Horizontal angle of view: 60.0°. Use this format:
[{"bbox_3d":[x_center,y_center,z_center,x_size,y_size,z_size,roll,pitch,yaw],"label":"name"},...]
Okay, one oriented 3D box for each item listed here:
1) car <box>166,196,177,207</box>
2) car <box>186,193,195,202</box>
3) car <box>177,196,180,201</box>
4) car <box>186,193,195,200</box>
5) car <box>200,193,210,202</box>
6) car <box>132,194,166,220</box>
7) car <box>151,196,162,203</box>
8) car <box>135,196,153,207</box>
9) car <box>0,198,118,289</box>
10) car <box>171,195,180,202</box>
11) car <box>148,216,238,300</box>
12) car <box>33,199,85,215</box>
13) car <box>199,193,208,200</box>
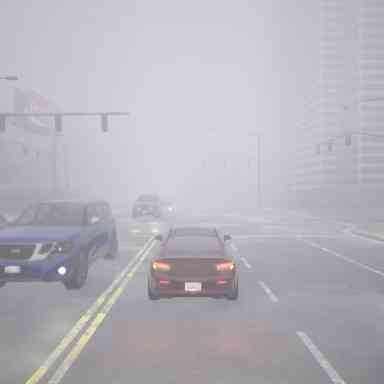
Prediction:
[{"bbox_3d":[-3.823,1.564,51.084,1.994,1.385,4.181,0,0,0],"label":"car"},{"bbox_3d":[-0.353,1.584,78.413,1.895,1.301,4.718,0,0,0],"label":"car"},{"bbox_3d":[-3.834,1.525,64.367,1.812,1.442,4.674,0,0,0],"label":"car"},{"bbox_3d":[-0.398,1.184,88.318,2.097,1.767,4.553,0,0,0],"label":"car"},{"bbox_3d":[3.149,1.515,78.046,2.128,1.511,4.902,0,0,0],"label":"car"},{"bbox_3d":[-3.724,1.221,28.694,2.150,2.045,5.566,0,0,0],"label":"car"},{"bbox_3d":[-7.310,1.601,69.107,1.895,1.301,4.718,0,0,0],"label":"car"},{"bbox_3d":[-7.325,1.489,51.631,2.128,1.511,4.902,0,0,0],"label":"car"},{"bbox_3d":[-3.637,1.224,9.492,2.150,2.045,5.566,0,0,0],"label":"car"},{"bbox_3d":[-3.857,1.546,79.273,1.994,1.385,4.181,0,0,0],"label":"car"},{"bbox_3d":[0.028,1.526,8.237,1.812,1.442,4.674,0,0,0],"label":"car"},{"bbox_3d":[-13.846,1.491,34.993,4.902,1.511,2.128,0,1,-18],"label":"car"},{"bbox_3d":[3.102,1.184,88.334,2.097,1.767,4.553,0,0,0],"label":"car"}]
